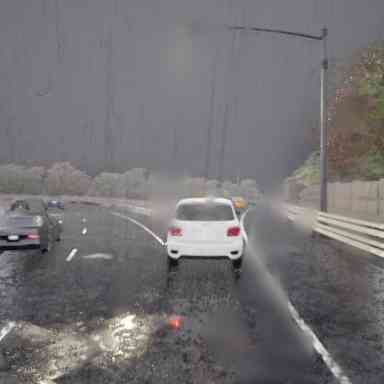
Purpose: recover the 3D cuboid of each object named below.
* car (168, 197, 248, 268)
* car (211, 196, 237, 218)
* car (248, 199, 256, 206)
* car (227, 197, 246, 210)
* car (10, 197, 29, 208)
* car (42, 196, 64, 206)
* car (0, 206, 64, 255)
[{"bbox_3d":[0.509,1.202,11.441,2.150,2.045,5.566,0,0,4],"label":"car"},{"bbox_3d":[3.037,1.301,30.822,2.097,1.767,4.553,0,0,10],"label":"car"},{"bbox_3d":[12.016,2.172,68.422,2.033,1.411,5.357,0,-3,15],"label":"car"},{"bbox_3d":[5.886,1.416,43.295,1.882,1.535,5.008,0,0,14],"label":"car"},{"bbox_3d":[-20.974,1.394,40.454,1.837,1.490,4.892,0,0,-30],"label":"car"},{"bbox_3d":[-16.832,1.249,40.180,2.097,1.767,4.553,0,0,-28],"label":"car"},{"bbox_3d":[-6.363,1.512,13.180,2.033,1.411,5.357,0,0,-14],"label":"car"}]
